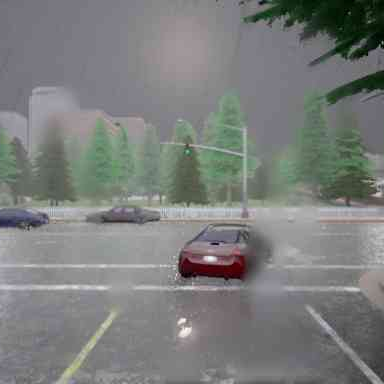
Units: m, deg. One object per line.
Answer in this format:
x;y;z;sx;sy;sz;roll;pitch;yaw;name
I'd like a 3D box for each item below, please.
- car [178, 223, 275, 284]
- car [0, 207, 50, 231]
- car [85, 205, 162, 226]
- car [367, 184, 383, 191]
1.173;1.628;9.967;1.994;1.385;4.181;-1;-1;21;car
-11.373;1.657;20.862;4.674;1.442;1.812;0;0;1;car
-4.926;1.691;24.271;5.357;1.411;2.033;0;0;1;car
39.703;-0.596;73.259;1.837;1.490;4.892;0;7;-1;car
